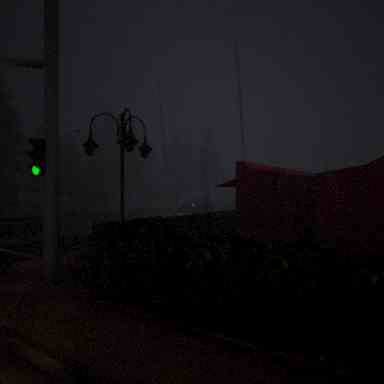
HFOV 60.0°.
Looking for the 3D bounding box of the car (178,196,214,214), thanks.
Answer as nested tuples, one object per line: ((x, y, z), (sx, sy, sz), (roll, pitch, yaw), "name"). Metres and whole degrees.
((0.457, 1.364, 36.104), (2.097, 1.767, 4.553), (0, 0, 36), "car")
